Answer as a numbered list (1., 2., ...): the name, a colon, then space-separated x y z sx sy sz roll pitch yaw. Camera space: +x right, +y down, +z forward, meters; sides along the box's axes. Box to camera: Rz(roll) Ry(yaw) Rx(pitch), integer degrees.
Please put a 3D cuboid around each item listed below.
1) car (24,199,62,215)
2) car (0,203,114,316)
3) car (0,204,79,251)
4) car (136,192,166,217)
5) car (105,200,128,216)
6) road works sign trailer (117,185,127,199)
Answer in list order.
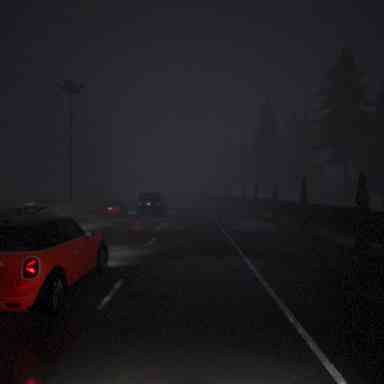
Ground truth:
1. car: -14.421 1.409 32.508 1.895 1.301 4.718 0 0 -4
2. car: -3.429 1.306 7.558 2.097 1.767 4.553 0 0 0
3. car: -6.907 1.404 14.761 2.128 1.511 4.902 0 0 0
4. car: -3.539 1.051 29.082 2.150 2.045 5.566 0 0 -2
5. car: -7.129 1.383 30.654 1.994 1.385 4.181 0 0 -2
6. road works sign trailer: -18.705 -0.051 87.714 2.380 3.560 2.880 0 0 -37
